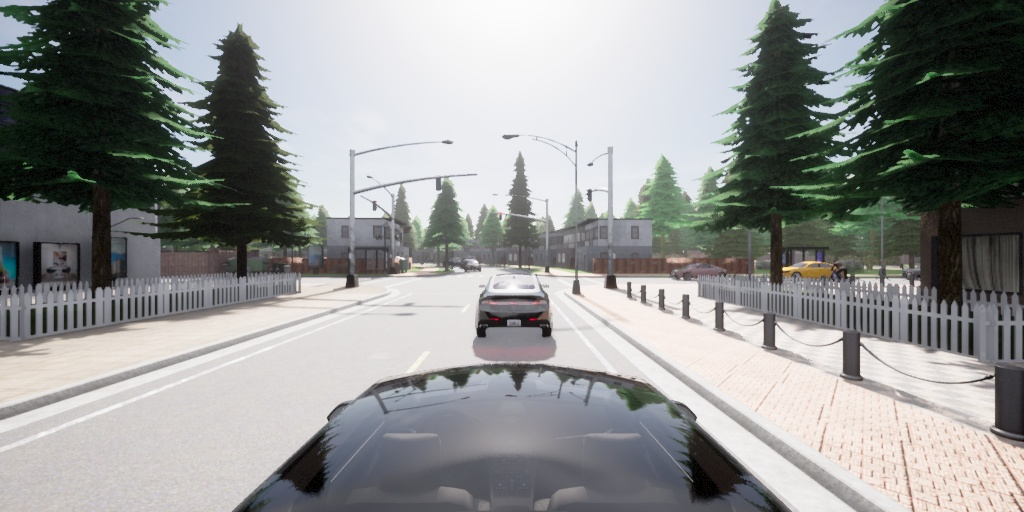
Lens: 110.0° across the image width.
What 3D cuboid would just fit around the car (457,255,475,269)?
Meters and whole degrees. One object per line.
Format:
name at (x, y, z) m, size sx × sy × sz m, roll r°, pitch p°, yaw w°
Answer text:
car at (-6.543, 0.925, 54.496) m, size 2.150 × 2.045 × 5.566 m, roll 0°, pitch 0°, yaw -15°

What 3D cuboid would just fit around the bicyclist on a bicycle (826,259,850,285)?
bicyclist on a bicycle at (19.887, 1.031, 21.898) m, size 0.582 × 1.620 × 1.656 m, roll 0°, pitch 0°, yaw 2°

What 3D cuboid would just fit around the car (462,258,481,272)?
car at (-4.940, 1.270, 45.331) m, size 1.994 × 1.385 × 4.181 m, roll 0°, pitch 0°, yaw -7°

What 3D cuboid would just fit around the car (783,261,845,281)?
car at (24.177, 1.206, 29.261) m, size 5.008 × 1.535 × 1.882 m, roll 0°, pitch 0°, yaw 2°

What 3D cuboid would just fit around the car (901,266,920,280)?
car at (34.549, 1.233, 28.939) m, size 4.892 × 1.490 × 1.837 m, roll 0°, pitch 0°, yaw 2°

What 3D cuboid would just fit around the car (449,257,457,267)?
car at (-9.919, 1.053, 64.064) m, size 2.097 × 1.767 × 4.553 m, roll 0°, pitch 0°, yaw -24°

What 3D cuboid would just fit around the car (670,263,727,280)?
car at (15.297, 1.292, 29.515) m, size 4.181 × 1.385 × 1.994 m, roll 0°, pitch 0°, yaw 2°

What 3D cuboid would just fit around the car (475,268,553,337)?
car at (0.057, 1.240, 10.213) m, size 2.128 × 1.511 × 4.902 m, roll 0°, pitch 0°, yaw 0°
